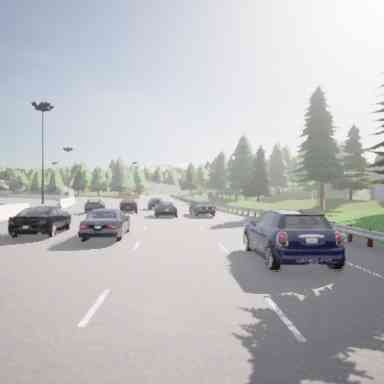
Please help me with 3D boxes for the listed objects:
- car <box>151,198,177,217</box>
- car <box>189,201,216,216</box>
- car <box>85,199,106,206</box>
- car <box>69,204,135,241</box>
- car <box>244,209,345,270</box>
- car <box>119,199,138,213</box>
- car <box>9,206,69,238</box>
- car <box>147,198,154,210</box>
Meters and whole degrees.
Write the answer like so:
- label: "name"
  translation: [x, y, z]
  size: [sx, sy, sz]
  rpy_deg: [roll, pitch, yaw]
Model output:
- label: "car"
  translation: [-2.499, 1.551, 31.061]
  size: [1.994, 1.385, 4.181]
  rpy_deg: [0, 0, -9]
- label: "car"
  translation: [0.919, 1.536, 32.030]
  size: [2.033, 1.411, 5.357]
  rpy_deg: [0, 0, -9]
- label: "car"
  translation: [-10.400, 1.479, 35.725]
  size: [2.128, 1.511, 4.902]
  rpy_deg: [0, 0, -10]
- label: "car"
  translation: [-4.229, 1.542, 16.622]
  size: [2.033, 1.411, 5.357]
  rpy_deg: [0, 0, -5]
- label: "car"
  translation: [3.144, 1.348, 11.153]
  size: [2.097, 1.767, 4.553]
  rpy_deg: [0, 0, -3]
- label: "car"
  translation: [-7.033, 1.465, 36.765]
  size: [1.882, 1.535, 5.008]
  rpy_deg: [0, 0, -10]
- label: "car"
  translation: [-7.885, 1.472, 17.774]
  size: [1.882, 1.535, 5.008]
  rpy_deg: [0, 0, -5]
- label: "car"
  translation: [-4.681, 1.490, 42.922]
  size: [1.837, 1.490, 4.892]
  rpy_deg: [0, 0, -12]
